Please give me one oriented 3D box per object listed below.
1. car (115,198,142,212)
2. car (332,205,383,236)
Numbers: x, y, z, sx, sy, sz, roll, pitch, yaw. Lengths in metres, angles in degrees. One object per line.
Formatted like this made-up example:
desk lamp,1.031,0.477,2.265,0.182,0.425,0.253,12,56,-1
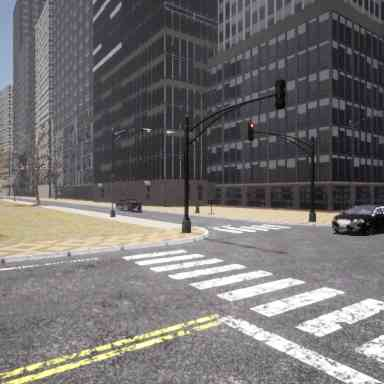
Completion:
car,-7.563,1.506,39.312,1.837,1.490,4.892,0,0,-35
car,9.789,1.497,18.594,4.902,1.511,2.128,0,0,-35
